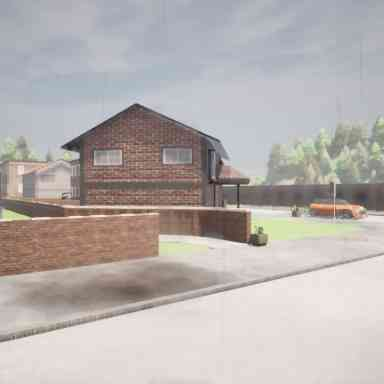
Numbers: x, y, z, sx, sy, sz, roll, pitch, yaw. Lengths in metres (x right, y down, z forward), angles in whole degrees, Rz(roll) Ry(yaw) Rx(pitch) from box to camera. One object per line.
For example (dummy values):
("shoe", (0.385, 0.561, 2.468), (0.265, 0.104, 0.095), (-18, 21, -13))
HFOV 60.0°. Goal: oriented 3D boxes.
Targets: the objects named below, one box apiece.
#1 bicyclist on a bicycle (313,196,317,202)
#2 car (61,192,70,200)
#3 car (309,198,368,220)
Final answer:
("bicyclist on a bicycle", (14.683, 1.349, 39.508), (1.656, 1.620, 0.582), (0, 0, -36))
("car", (-14.083, 0.973, 38.794), (1.905, 1.878, 3.866), (0, 0, -35))
("car", (12.371, 1.352, 28.291), (2.097, 1.767, 4.553), (0, 0, -36))
